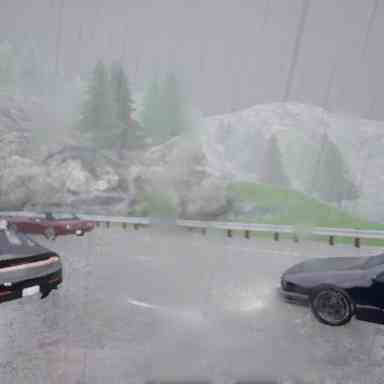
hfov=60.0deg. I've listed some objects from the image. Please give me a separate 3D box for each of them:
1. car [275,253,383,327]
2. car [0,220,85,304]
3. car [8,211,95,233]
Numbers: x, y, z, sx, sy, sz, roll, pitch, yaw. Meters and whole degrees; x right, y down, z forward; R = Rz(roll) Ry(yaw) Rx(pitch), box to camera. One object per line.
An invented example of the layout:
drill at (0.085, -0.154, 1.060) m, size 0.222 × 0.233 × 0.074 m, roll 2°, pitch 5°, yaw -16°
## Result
car at (4.158, 1.530, 5.268) m, size 5.357 × 1.411 × 2.033 m, roll 0°, pitch 0°, yaw 35°
car at (-4.809, 1.500, 7.064) m, size 4.902 × 1.511 × 2.128 m, roll 0°, pitch 0°, yaw 33°
car at (-7.255, 1.610, 16.824) m, size 4.718 × 1.301 × 1.895 m, roll 0°, pitch 0°, yaw 31°
